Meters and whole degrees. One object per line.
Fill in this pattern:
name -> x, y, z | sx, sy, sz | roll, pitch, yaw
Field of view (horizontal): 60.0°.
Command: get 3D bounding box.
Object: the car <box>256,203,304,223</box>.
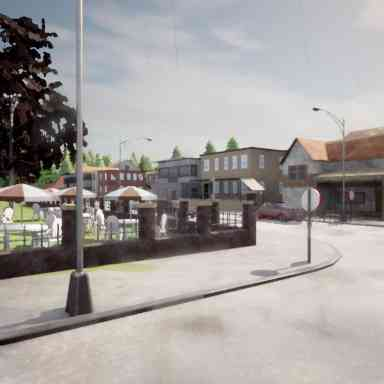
car -> 6.474, 1.564, 25.527 | 1.994, 1.385, 4.181 | 0, 0, -34

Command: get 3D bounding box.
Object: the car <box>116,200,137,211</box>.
car -> -7.471, 1.526, 38.087 | 1.812, 1.442, 4.674 | 0, 0, -35

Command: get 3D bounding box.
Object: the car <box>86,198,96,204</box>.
car -> -16.157, 1.313, 50.422 | 1.882, 1.535, 5.008 | 0, 0, -35

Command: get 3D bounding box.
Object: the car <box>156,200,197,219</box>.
car -> -1.447, 1.505, 29.621 | 1.837, 1.490, 4.892 | 0, 0, -35
